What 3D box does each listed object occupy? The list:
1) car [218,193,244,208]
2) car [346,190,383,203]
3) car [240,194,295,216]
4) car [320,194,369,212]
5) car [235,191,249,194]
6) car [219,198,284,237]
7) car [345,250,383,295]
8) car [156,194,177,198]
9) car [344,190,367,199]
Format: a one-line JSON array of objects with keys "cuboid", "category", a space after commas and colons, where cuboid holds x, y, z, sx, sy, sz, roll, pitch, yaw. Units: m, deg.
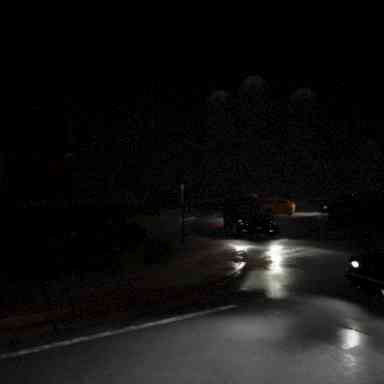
[{"cuboid": [4.275, 1.149, 32.136, 1.784, 1.438, 3.905, 0, 1, -31], "category": "car"}, {"cuboid": [23.407, 0.964, 43.940, 1.932, 1.855, 4.605, 0, 1, -31], "category": "car"}, {"cuboid": [6.388, 1.193, 26.792, 5.008, 1.535, 1.882, 0, 1, -44], "category": "car"}, {"cuboid": [14.782, 1.206, 32.868, 4.902, 1.511, 2.128, 0, 1, -31], "category": "car"}, {"cuboid": [7.823, 0.749, 49.990, 1.905, 1.878, 3.866, 0, 1, -31], "category": "car"}, {"cuboid": [2.829, 1.283, 17.053, 1.882, 1.535, 5.008, 0, 1, -3], "category": "car"}, {"cuboid": [5.506, 1.555, 7.205, 4.718, 1.301, 1.895, 0, 1, -31], "category": "car"}, {"cuboid": [-3.413, 0.933, 42.518, 1.816, 1.474, 4.193, 0, 1, -31], "category": "car"}, {"cuboid": [38.039, 0.590, 77.435, 5.566, 2.045, 2.150, 0, 1, -32], "category": "car"}]
